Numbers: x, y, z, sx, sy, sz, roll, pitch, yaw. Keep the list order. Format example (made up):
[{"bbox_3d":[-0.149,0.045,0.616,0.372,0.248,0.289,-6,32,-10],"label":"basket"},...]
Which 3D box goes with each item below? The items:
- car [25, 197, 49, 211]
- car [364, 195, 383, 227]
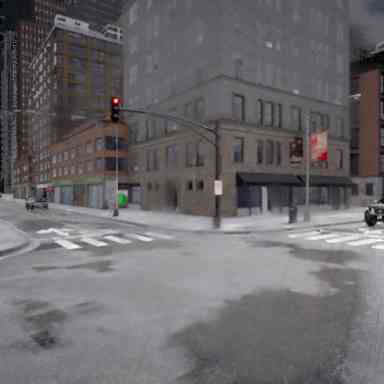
[{"bbox_3d":[-18.043,1.370,38.622,2.128,1.511,4.902,0,0,-36],"label":"car"},{"bbox_3d":[13.109,1.108,21.000,5.566,2.045,2.150,0,0,-37],"label":"car"}]
